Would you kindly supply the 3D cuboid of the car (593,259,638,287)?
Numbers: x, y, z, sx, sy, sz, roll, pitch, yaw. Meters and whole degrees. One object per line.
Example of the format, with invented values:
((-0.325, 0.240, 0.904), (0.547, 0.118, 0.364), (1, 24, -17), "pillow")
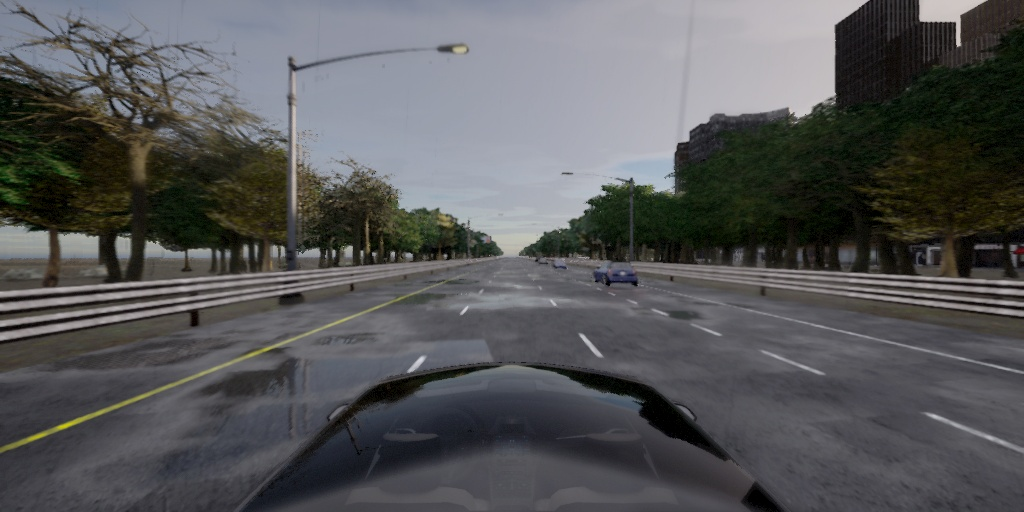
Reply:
((7.029, 1.109, 24.865), (2.097, 1.767, 4.553), (0, 0, 0), "car")

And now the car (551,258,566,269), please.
((7.116, 1.310, 54.898), (2.033, 1.411, 5.357), (0, 0, 0), "car")
